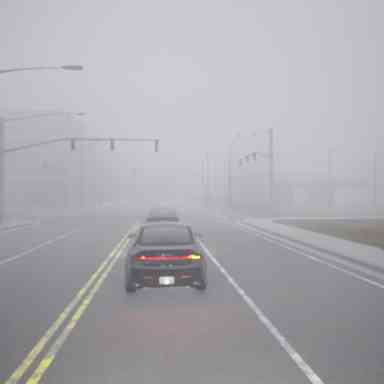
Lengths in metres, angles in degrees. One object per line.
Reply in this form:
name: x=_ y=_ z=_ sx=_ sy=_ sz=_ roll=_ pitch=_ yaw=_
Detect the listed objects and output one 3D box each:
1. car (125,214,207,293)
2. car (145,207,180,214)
car: x=-0.723 y=1.569 z=9.104 sx=1.837 sy=1.490 sz=4.892 roll=0 pitch=-1 yaw=-5
car: x=-1.692 y=1.616 z=19.106 sx=1.882 sy=1.535 sz=5.008 roll=0 pitch=0 yaw=-5
